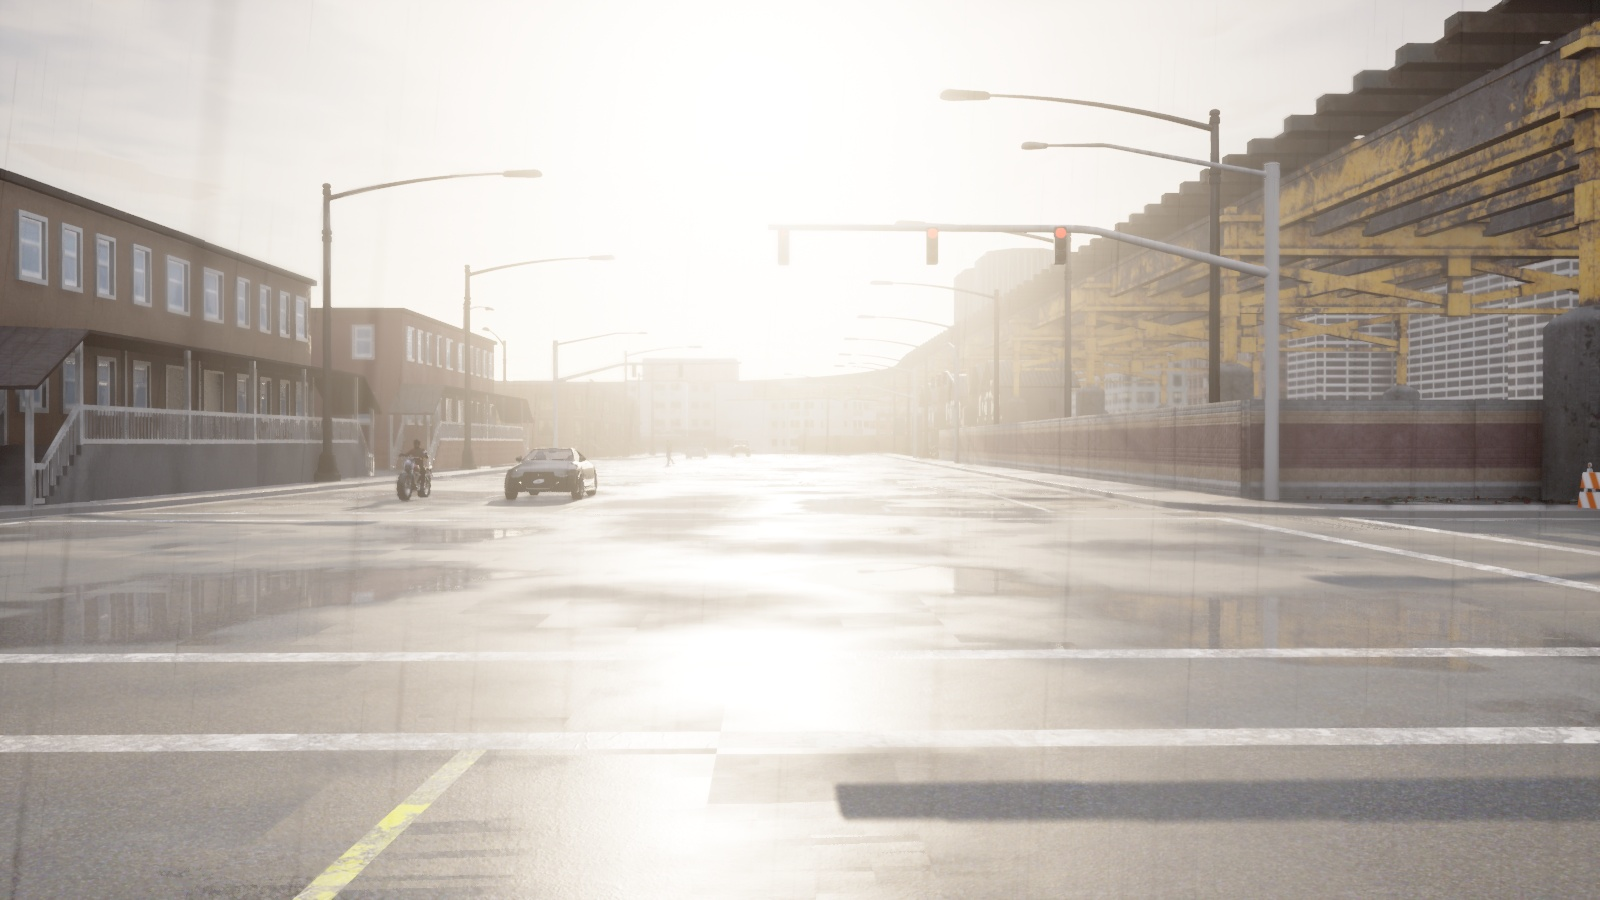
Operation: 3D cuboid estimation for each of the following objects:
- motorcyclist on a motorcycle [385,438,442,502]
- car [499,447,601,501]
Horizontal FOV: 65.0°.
[{"bbox_3d":[-10.294,0.499,33.524,0.766,1.649,2.350,0,0,0],"label":"motorcyclist on a motorcycle"},{"bbox_3d":[-6.793,0.610,34.588,1.994,1.385,4.181,0,0,0],"label":"car"}]
